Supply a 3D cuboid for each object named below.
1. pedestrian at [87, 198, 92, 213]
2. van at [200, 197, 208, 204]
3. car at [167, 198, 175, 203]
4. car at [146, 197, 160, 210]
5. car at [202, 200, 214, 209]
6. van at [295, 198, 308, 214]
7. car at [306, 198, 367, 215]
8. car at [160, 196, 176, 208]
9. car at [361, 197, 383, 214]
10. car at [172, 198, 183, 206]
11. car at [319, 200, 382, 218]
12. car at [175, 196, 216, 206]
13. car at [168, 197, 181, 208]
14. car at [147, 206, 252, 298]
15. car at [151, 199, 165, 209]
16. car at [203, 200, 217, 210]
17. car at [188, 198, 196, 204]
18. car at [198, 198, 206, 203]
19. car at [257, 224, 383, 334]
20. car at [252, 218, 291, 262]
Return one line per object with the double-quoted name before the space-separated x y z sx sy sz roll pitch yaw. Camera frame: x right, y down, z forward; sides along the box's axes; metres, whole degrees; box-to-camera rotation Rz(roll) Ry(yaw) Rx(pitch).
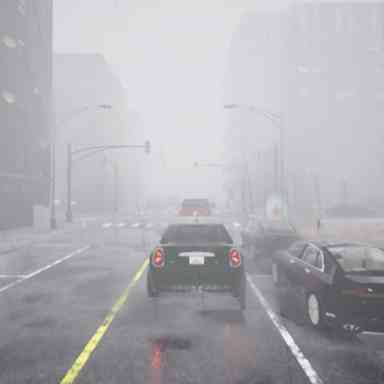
"pedestrian" -12.524 1.660 40.501 0.375 1.860 0.375 0 -1 0
"van" 2.712 1.978 78.390 1.690 1.788 3.998 1 0 0
"car" -5.670 2.294 89.569 1.947 1.339 4.313 1 0 0
"car" -5.670 1.725 50.575 2.192 1.841 5.009 1 0 0
"car" 2.707 2.037 56.103 1.802 1.307 4.206 1 0 0
"van" 13.768 1.585 37.354 3.998 1.788 1.690 0 -1 0
"car" 14.992 1.654 34.751 5.008 1.535 1.882 0 -1 2
"car" -3.115 1.628 50.227 2.150 2.045 5.566 0 0 0
"car" 19.295 1.516 37.314 5.009 1.841 2.192 0 -1 0
"car" -2.992 2.092 69.863 2.128 1.511 4.902 0 0 0
"car" 13.706 1.637 28.972 4.206 1.307 1.802 0 -1 0
"car" 0.391 1.405 22.883 2.150 2.045 5.566 0 -1 4
"car" -3.062 1.837 59.795 2.097 1.767 4.553 0 0 0
"car" 0.101 1.424 8.874 2.097 1.767 4.553 0 0 0
"car" -5.673 2.000 56.145 1.887 1.381 4.507 1 0 0
"car" 2.706 1.975 50.533 1.947 1.339 4.313 1 0 0
"car" 0.008 2.125 79.638 1.882 1.535 5.008 0 0 0
"car" 2.711 2.273 89.529 1.887 1.381 4.507 1 0 0
"car" 2.831 1.606 6.771 2.008 1.369 4.403 1 0 0
"car" 2.831 1.651 12.341 2.008 1.369 4.403 1 0 0
